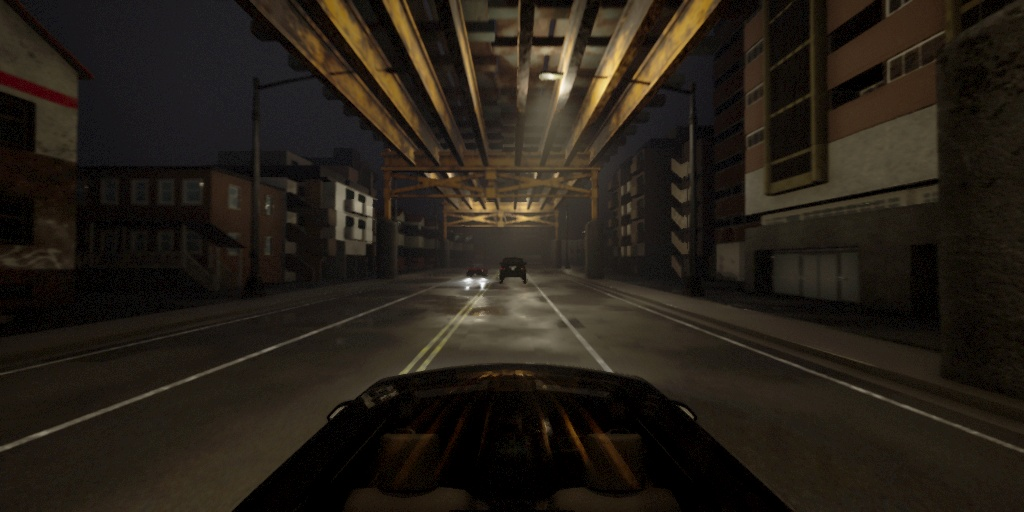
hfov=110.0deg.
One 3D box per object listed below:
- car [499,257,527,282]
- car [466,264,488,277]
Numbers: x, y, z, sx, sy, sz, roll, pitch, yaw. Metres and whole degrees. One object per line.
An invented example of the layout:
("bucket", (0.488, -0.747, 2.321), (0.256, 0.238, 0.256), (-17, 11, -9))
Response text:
("car", (0.081, 1.102, 30.296), (2.150, 2.045, 5.566), (0, 0, 0))
("car", (-3.585, 1.495, 37.192), (1.895, 1.301, 4.718), (0, 0, 0))
